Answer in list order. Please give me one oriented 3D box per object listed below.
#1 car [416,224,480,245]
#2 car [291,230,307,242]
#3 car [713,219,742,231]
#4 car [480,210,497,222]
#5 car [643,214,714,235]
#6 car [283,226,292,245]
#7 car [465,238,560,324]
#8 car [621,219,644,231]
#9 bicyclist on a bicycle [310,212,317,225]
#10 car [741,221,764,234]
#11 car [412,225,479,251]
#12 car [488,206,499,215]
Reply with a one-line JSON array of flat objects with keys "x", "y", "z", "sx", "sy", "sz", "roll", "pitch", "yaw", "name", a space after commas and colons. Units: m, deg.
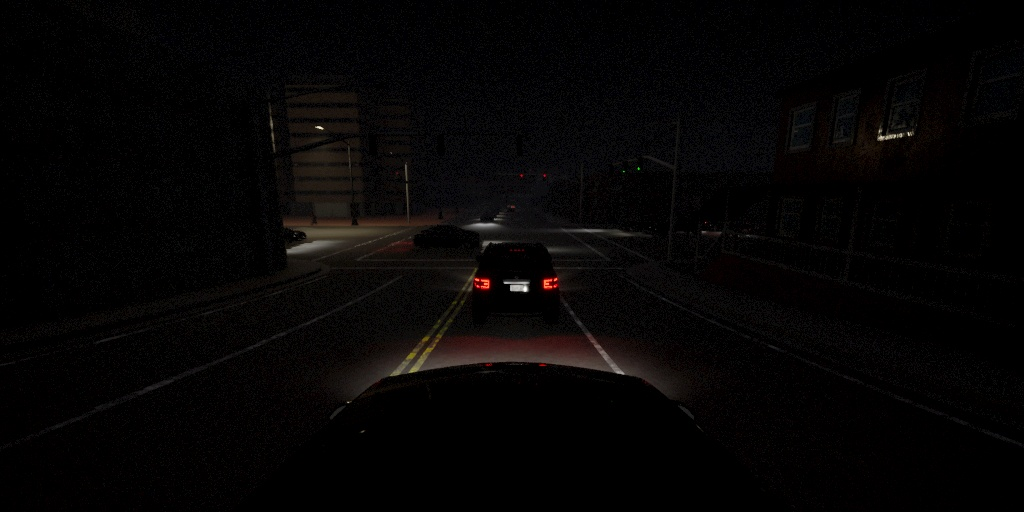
[{"x": -5.164, "y": -1.793, "z": 29.595, "sx": 4.892, "sy": 1.490, "sz": 1.837, "roll": 0, "pitch": 10, "yaw": 0, "name": "car"}, {"x": -19.649, "y": -1.800, "z": 29.609, "sx": 4.892, "sy": 1.490, "sz": 1.837, "roll": 0, "pitch": 10, "yaw": 0, "name": "car"}, {"x": 23.842, "y": -3.554, "z": 40.114, "sx": 4.674, "sy": 1.442, "sz": 1.812, "roll": 0, "pitch": 10, "yaw": 0, "name": "car"}, {"x": -3.713, "y": -5.869, "z": 54.089, "sx": 1.895, "sy": 1.301, "sz": 4.718, "roll": 0, "pitch": 10, "yaw": 0, "name": "car"}, {"x": 16.886, "y": -3.269, "z": 36.630, "sx": 5.566, "sy": 2.045, "sz": 2.150, "roll": 0, "pitch": 10, "yaw": 0, "name": "car"}, {"x": -19.315, "y": -1.212, "z": 26.156, "sx": 4.892, "sy": 1.490, "sz": 1.837, "roll": 0, "pitch": 10, "yaw": 0, "name": "car"}, {"x": 0.065, "y": 0.604, "z": 10.710, "sx": 2.150, "sy": 2.045, "sz": 5.566, "roll": 0, "pitch": 4, "yaw": -1, "name": "car"}, {"x": 14.764, "y": -3.487, "z": 40.157, "sx": 4.718, "sy": 1.301, "sz": 1.895, "roll": 0, "pitch": 10, "yaw": 0, "name": "car"}, {"x": -25.366, "y": -4.774, "z": 45.826, "sx": 0.582, "sy": 1.620, "sz": 1.656, "roll": 0, "pitch": 10, "yaw": 0, "name": "bicyclist on a bicycle"}, {"x": 26.681, "y": -2.963, "z": 36.664, "sx": 4.674, "sy": 1.442, "sz": 1.812, "roll": 0, "pitch": 10, "yaw": 0, "name": "car"}, {"x": -4.754, "y": -1.218, "z": 26.142, "sx": 4.902, "sy": 1.511, "sz": 2.128, "roll": 0, "pitch": 10, "yaw": 0, "name": "car"}, {"x": -3.708, "y": -7.435, "z": 62.836, "sx": 1.812, "sy": 1.442, "sz": 4.674, "roll": 0, "pitch": 10, "yaw": 0, "name": "car"}]
